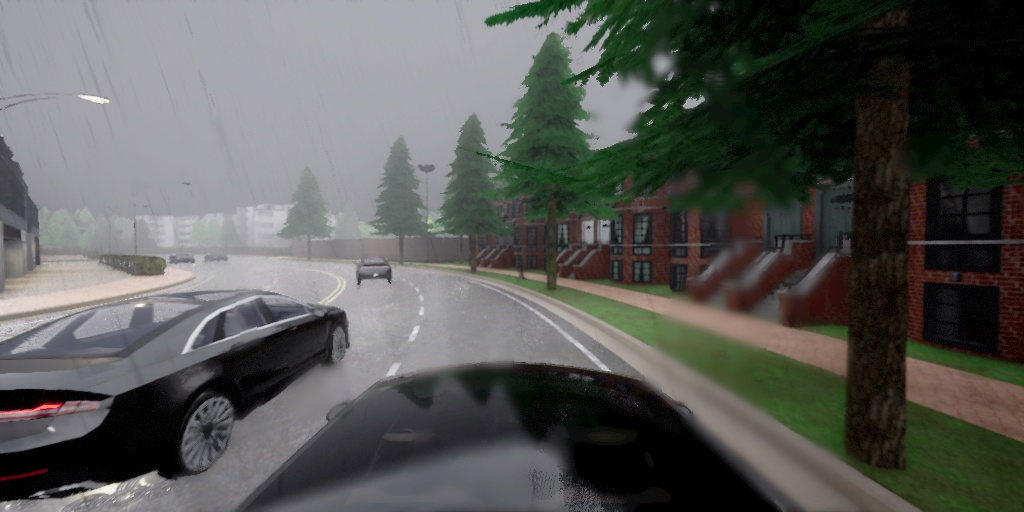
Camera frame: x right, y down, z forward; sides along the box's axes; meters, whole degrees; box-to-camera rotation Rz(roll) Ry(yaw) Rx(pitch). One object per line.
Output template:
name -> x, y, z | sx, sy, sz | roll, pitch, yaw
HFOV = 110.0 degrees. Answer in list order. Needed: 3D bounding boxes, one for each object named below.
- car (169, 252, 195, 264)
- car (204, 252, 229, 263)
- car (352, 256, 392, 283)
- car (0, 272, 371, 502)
car -> -42.383, 0.269, 46.061 | 4.892, 1.490, 1.837 | 0, 2, 37
car -> -40.264, 0.190, 48.847 | 4.892, 1.490, 1.837 | 0, 1, 37
car -> -8.338, 0.765, 21.377 | 2.128, 1.511, 4.902 | -1, 2, -25
car -> -3.748, 1.180, 4.583 | 2.128, 1.511, 4.902 | 0, 1, -4
